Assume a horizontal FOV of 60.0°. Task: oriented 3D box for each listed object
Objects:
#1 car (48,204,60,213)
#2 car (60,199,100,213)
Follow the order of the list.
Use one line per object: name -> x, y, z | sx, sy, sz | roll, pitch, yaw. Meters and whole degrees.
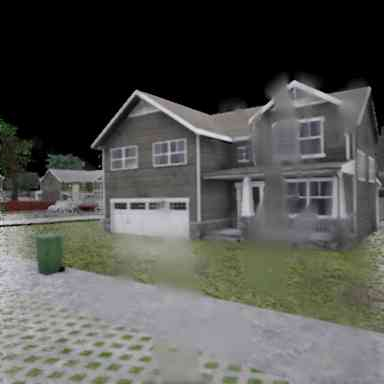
car -> -17.498, 2.097, 46.076 | 1.812, 1.442, 4.674 | -1, -1, 37
car -> -14.636, 1.859, 44.486 | 2.097, 1.767, 4.553 | -1, -1, 37
